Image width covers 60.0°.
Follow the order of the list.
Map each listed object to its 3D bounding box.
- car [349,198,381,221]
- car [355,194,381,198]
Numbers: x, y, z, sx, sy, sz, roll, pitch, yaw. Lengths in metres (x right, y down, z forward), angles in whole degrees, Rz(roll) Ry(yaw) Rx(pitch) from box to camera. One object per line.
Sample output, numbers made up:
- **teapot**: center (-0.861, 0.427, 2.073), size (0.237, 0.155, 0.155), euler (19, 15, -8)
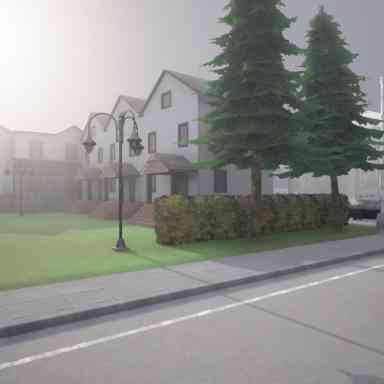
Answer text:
- **car**: center (13.114, 1.356, 22.813), size (2.033, 1.411, 5.357), euler (0, 0, -36)
- **car**: center (26.486, 1.097, 48.752), size (1.932, 1.855, 4.605), euler (0, 0, -36)
